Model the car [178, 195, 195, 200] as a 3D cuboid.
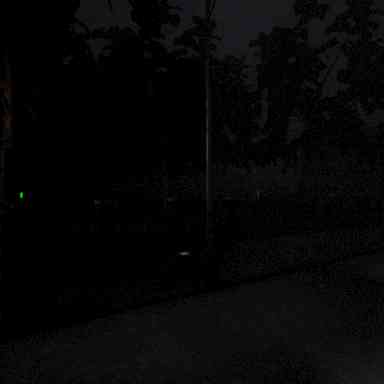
[{"bbox_3d":[-1.441,1.249,62.227,1.895,1.301,4.718,-1,0,-36],"label":"car"}]
